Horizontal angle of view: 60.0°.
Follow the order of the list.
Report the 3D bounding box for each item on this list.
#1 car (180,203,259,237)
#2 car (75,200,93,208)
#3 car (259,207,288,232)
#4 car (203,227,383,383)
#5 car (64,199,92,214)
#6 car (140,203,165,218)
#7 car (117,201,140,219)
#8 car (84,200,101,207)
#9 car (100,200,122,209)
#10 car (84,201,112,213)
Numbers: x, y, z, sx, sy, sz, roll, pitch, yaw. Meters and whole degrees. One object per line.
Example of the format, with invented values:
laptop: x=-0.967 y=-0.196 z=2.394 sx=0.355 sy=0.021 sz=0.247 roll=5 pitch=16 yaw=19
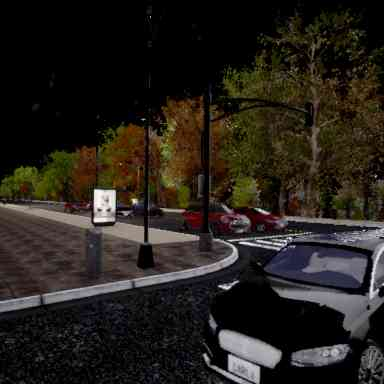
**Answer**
car: x=1.228 y=1.426 z=18.754 sx=2.097 sy=1.767 sz=4.553 roll=1 pitch=-1 yaw=-35
car: x=-19.890 y=2.167 z=61.022 sx=1.812 sy=1.442 sz=4.674 roll=1 pitch=-1 yaw=-35
car: x=3.787 y=1.645 z=20.764 sx=1.812 sy=1.442 sz=4.674 roll=1 pitch=-1 yaw=-35
car: x=2.185 y=1.481 z=5.121 sx=2.128 sy=1.511 sz=4.902 roll=0 pitch=1 yaw=43
car: x=-14.266 y=1.705 z=41.185 sx=2.097 sy=1.767 sz=4.553 roll=1 pitch=-1 yaw=-34
car: x=-4.677 y=1.819 z=32.994 sx=2.033 sy=1.411 sz=5.357 roll=1 pitch=-1 yaw=-35
car: x=-7.100 y=1.716 z=30.785 sx=2.128 sy=1.511 sz=4.902 roll=1 pitch=-1 yaw=-35
car: x=-19.984 y=2.297 z=66.880 sx=1.994 sy=1.385 sz=4.181 roll=1 pitch=-1 yaw=-35
car: x=-14.250 y=2.123 z=58.596 sx=2.128 sy=1.511 sz=4.902 roll=1 pitch=-1 yaw=-35
car: x=-12.657 y=1.963 z=44.583 sx=2.033 sy=1.411 sz=5.357 roll=1 pitch=-1 yaw=-34
